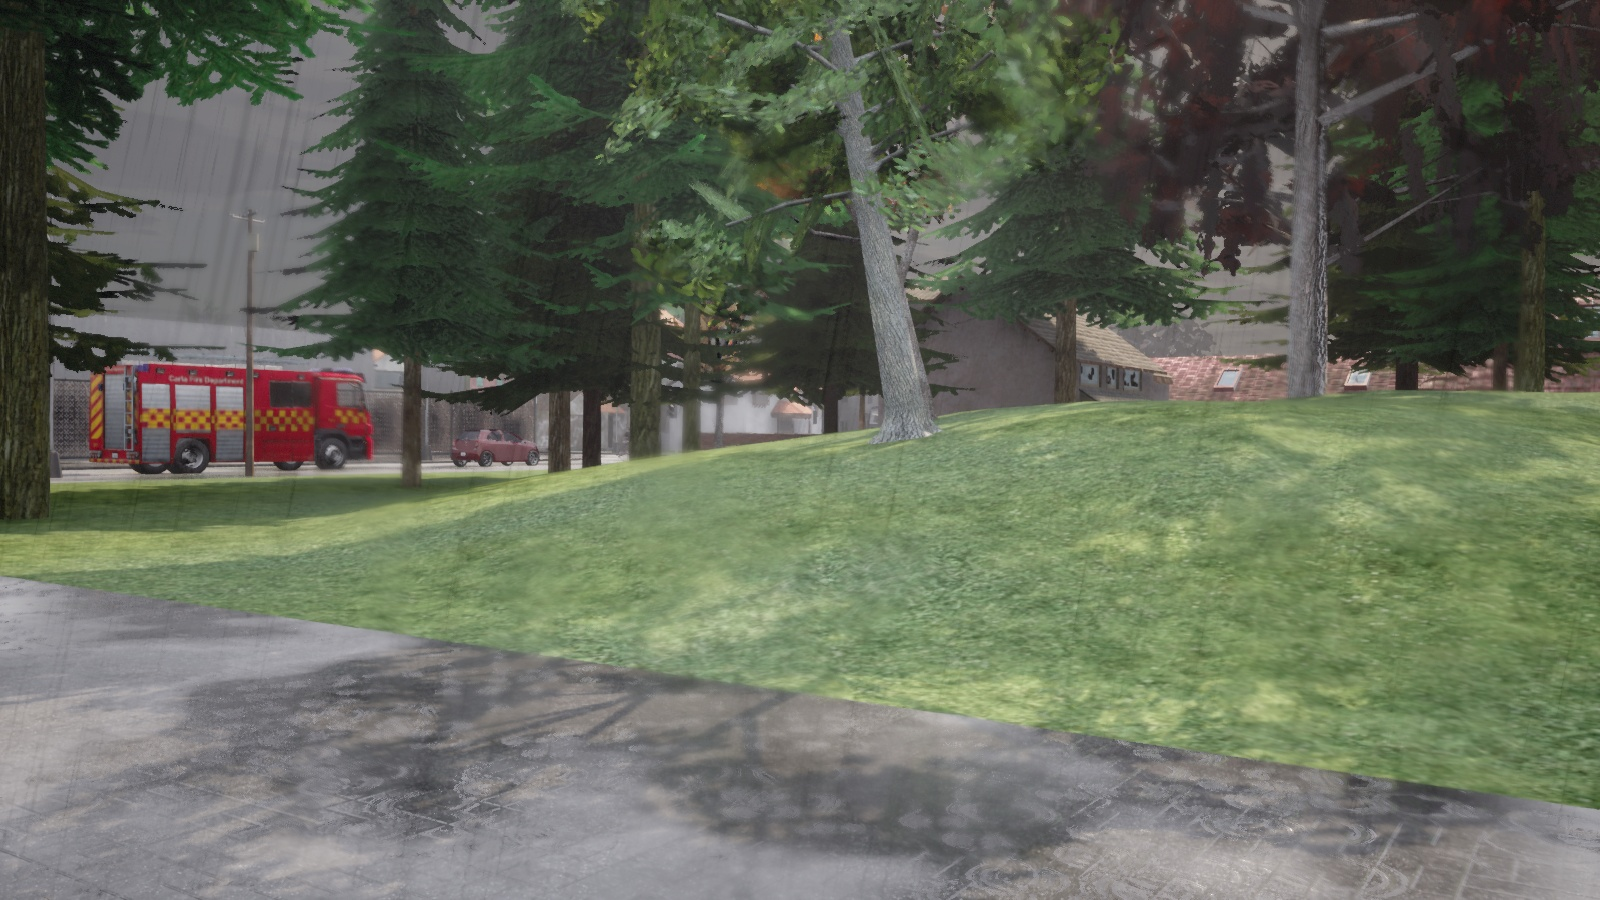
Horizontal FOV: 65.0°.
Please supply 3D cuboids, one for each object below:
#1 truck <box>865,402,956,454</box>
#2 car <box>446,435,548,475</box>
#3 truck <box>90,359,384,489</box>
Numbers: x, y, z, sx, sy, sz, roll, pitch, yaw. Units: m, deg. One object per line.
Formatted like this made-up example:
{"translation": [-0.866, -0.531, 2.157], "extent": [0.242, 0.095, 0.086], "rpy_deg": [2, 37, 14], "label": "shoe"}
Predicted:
{"translation": [7.773, -1.513, 87.329], "extent": [2.891, 3.462, 7.936], "rpy_deg": [0, 1, 33], "label": "truck"}
{"translation": [-12.067, 0.169, 50.173], "extent": [1.845, 1.501, 3.633], "rpy_deg": [0, 1, 33], "label": "car"}
{"translation": [-18.100, -0.831, 41.094], "extent": [2.891, 3.827, 8.468], "rpy_deg": [0, 1, 34], "label": "truck"}
